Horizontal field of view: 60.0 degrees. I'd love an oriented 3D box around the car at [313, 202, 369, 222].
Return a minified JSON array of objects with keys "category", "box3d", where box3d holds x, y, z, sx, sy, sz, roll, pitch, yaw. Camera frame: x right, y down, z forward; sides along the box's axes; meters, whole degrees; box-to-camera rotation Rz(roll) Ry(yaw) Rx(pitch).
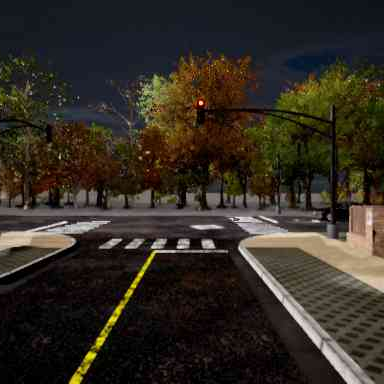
[{"category":"car","box3d":[12.104,1.545,26.355,4.892,1.490,1.837,0,0,0]}]
